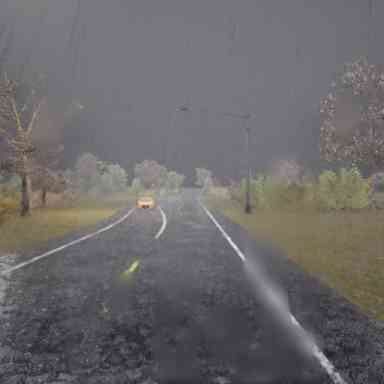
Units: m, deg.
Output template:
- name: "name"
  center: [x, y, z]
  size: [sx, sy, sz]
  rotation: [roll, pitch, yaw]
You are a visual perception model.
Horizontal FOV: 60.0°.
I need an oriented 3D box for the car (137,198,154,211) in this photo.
- name: "car"
  center: [-5.698, 1.445, 41.356]
  size: [1.882, 1.535, 5.008]
  rotation: [0, 0, -7]
